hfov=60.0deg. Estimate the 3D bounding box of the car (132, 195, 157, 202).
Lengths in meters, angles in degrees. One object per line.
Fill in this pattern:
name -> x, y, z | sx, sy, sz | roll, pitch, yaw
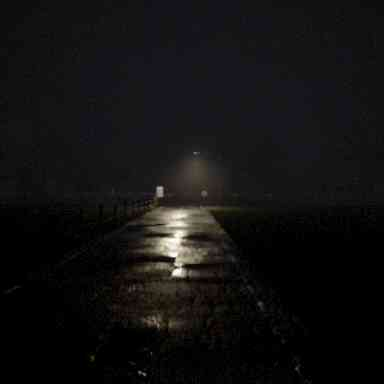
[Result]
car -> -9.513, 1.279, 66.605 | 5.008, 1.535, 1.882 | 0, 1, 6
